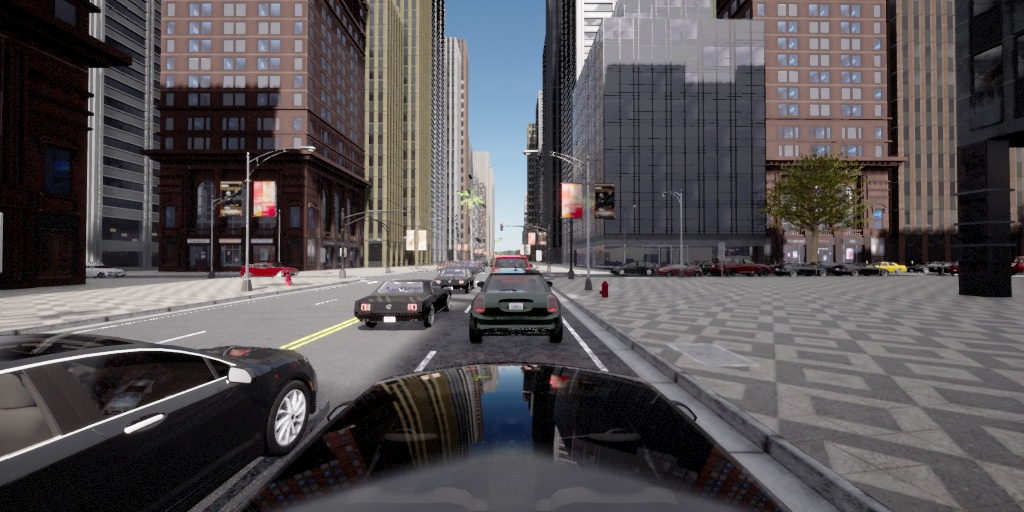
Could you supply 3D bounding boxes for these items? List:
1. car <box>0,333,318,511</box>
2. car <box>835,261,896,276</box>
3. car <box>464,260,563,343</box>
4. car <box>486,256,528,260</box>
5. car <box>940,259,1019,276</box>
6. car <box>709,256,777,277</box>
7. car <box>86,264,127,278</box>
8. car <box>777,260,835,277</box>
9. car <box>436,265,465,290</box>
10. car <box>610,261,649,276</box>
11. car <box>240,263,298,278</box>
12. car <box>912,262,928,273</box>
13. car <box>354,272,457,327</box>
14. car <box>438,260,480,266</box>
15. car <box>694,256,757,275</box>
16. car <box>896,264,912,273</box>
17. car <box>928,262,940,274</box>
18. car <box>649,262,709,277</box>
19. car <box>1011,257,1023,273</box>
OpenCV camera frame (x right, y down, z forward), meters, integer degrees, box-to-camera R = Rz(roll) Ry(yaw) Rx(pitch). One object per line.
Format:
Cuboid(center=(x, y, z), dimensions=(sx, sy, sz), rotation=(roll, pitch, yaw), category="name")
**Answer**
Cuboid(center=(-3.151, 1.255, 2.186), dimensions=(1.837, 1.490, 4.892), rotation=(0, 0, 0), category="car")
Cuboid(center=(32.163, 1.260, 33.178), dimensions=(4.313, 1.339, 1.948), rotation=(0, 0, -1), category="car")
Cuboid(center=(0.080, 1.109, 9.860), dimensions=(2.097, 1.767, 4.553), rotation=(0, 0, 0), category="car")
Cuboid(center=(-0.038, 1.003, 19.380), dimensions=(2.150, 2.045, 5.566), rotation=(0, 0, 0), category="car")
Cuboid(center=(43.438, 1.214, 33.378), dimensions=(4.507, 1.381, 1.888), rotation=(0, 0, -1), category="car")
Cuboid(center=(20.889, 1.041, 32.980), dimensions=(5.009, 1.841, 2.192), rotation=(0, 0, -1), category="car")
Cuboid(center=(-40.389, 1.534, 34.809), dimensions=(4.674, 1.442, 1.812), rotation=(0, -1, 0), category="car")
Cuboid(center=(26.526, 1.276, 33.079), dimensions=(4.313, 1.339, 1.948), rotation=(0, 0, -1), category="car")
Cuboid(center=(-3.191, 1.388, 20.675), dimensions=(1.895, 1.301, 4.718), rotation=(0, 0, 0), category="car")
Cuboid(center=(13.027, 1.326, 38.617), dimensions=(4.892, 1.490, 1.837), rotation=(0, -1, -1), category="car")
Cuboid(center=(-23.515, 1.409, 34.829), dimensions=(5.008, 1.535, 1.882), rotation=(0, -1, 0), category="car")
Cuboid(center=(48.933, 1.326, 42.000), dimensions=(4.313, 1.339, 1.948), rotation=(0, 0, -1), category="car")
Cuboid(center=(-3.168, 1.361, 11.507), dimensions=(1.895, 1.301, 4.718), rotation=(0, 0, 0), category="car")
Cuboid(center=(-5.320, 1.440, 40.228), dimensions=(2.033, 1.411, 5.357), rotation=(0, 0, 36), category="car")
Cuboid(center=(23.066, 1.010, 38.804), dimensions=(5.566, 2.045, 2.150), rotation=(0, -1, -2), category="car")
Cuboid(center=(43.124, 1.296, 41.898), dimensions=(4.829, 1.417, 1.751), rotation=(0, 0, -1), category="car")
Cuboid(center=(45.508, 1.296, 35.988), dimensions=(4.718, 1.301, 1.895), rotation=(0, -1, 0), category="car")
Cuboid(center=(15.251, 1.327, 32.880), dimensions=(4.207, 1.307, 1.802), rotation=(0, 0, -1), category="car")
Cuboid(center=(49.077, 0.973, 33.477), dimensions=(5.009, 1.841, 2.192), rotation=(0, 0, -1), category="car")
